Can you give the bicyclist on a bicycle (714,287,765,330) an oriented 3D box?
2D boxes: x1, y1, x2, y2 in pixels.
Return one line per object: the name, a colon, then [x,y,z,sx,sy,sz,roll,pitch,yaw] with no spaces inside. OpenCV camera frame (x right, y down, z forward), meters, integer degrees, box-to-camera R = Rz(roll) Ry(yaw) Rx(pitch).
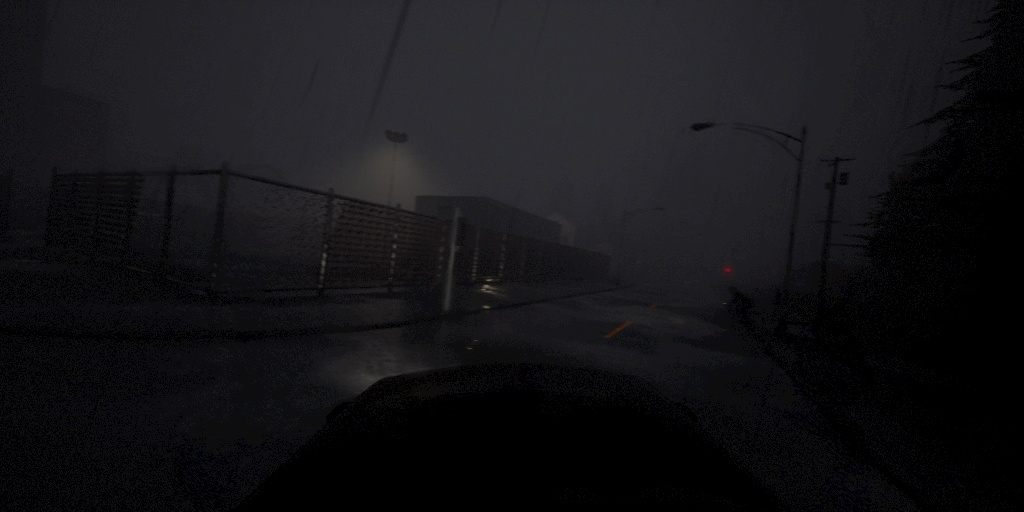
bicyclist on a bicycle: [8.737,2.033,13.837,1.656,1.620,0.582,-2,-4,27]
